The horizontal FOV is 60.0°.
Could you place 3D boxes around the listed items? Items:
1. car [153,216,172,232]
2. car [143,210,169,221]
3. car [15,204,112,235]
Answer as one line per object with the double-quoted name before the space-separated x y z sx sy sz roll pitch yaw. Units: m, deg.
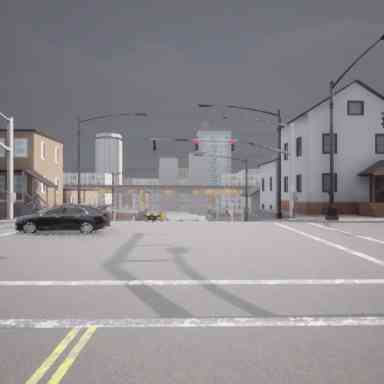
"car" -3.790 4.235 43.744 2.128 1.511 4.902 0 -13 -1
"car" -3.680 2.536 33.521 1.882 1.535 5.008 0 -9 1
"car" -6.753 1.433 17.715 4.892 1.490 1.837 0 0 -1
